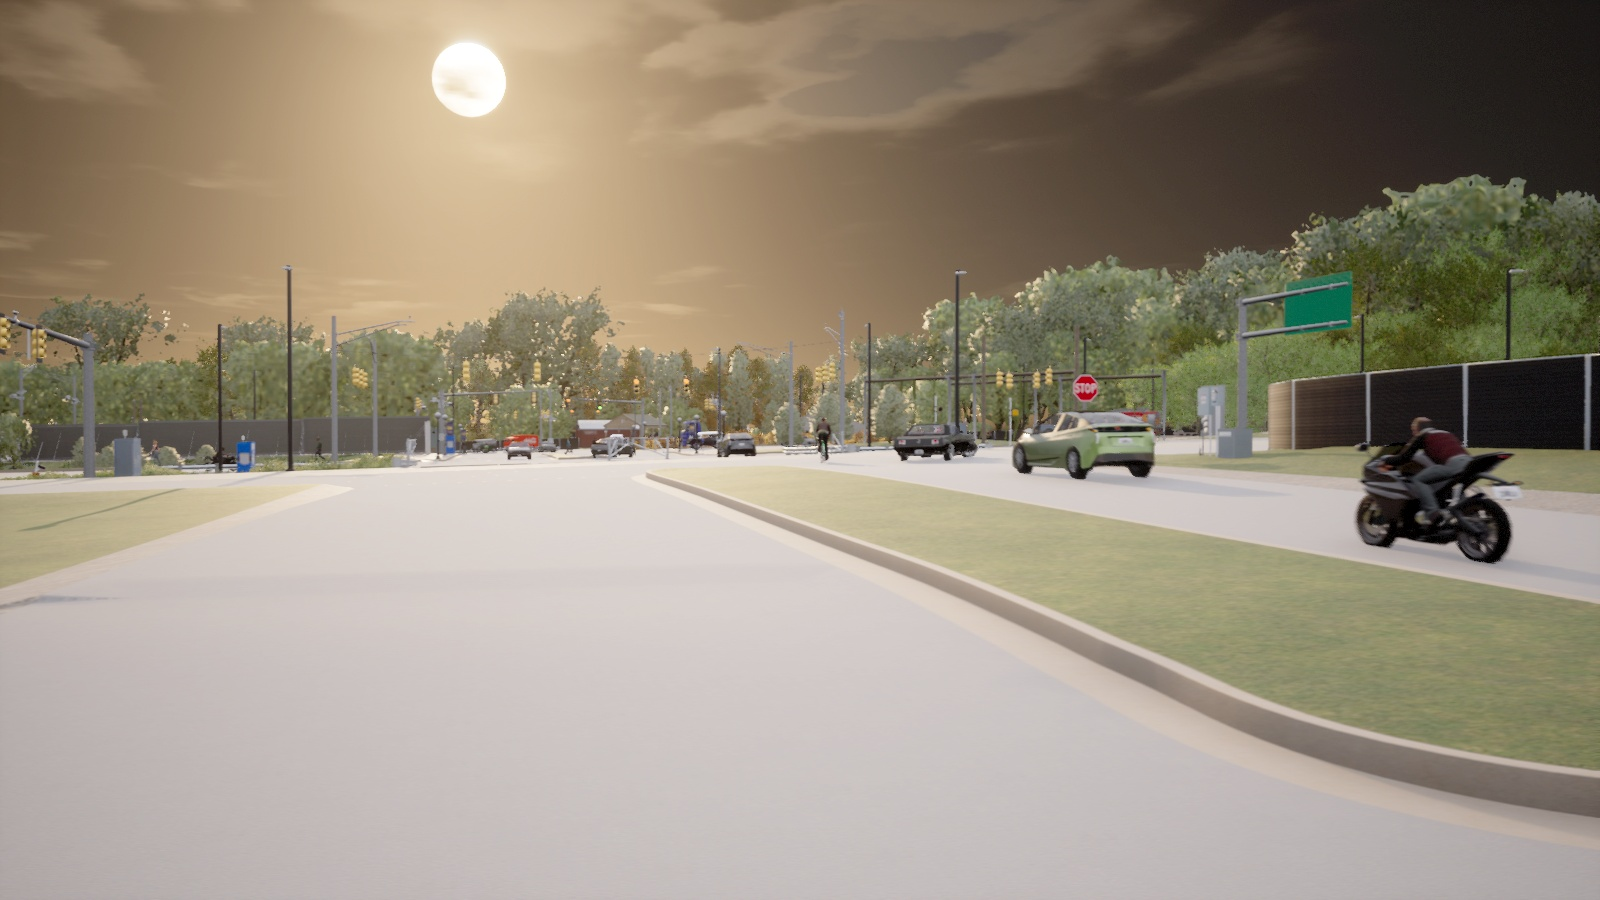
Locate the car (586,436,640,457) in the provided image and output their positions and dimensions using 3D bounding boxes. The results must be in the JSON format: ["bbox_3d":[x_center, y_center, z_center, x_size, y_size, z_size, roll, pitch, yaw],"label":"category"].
[{"bbox_3d":[-13.968,-0.266,94.303,2.128,1.511,4.902,0,-1,17],"label":"car"}]

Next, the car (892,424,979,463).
[{"bbox_3d":[4.970,-0.255,45.547,1.895,1.301,4.718,0,1,22],"label":"car"}]

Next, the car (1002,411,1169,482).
[{"bbox_3d":[6.558,-0.137,29.430,2.007,1.525,4.514,-1,2,-13],"label":"car"}]

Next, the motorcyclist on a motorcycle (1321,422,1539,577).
[{"bbox_3d":[6.811,0.476,13.748,0.866,1.530,2.191,0,2,-15],"label":"motorcyclist on a motorcycle"}]

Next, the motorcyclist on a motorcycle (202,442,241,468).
[{"bbox_3d":[-35.307,0.297,76.643,2.044,1.523,0.797,-1,1,-13],"label":"motorcyclist on a motorcycle"}]

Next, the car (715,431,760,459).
[{"bbox_3d":[-3.671,-0.316,73.216,2.007,1.525,4.514,-1,1,-10],"label":"car"}]
